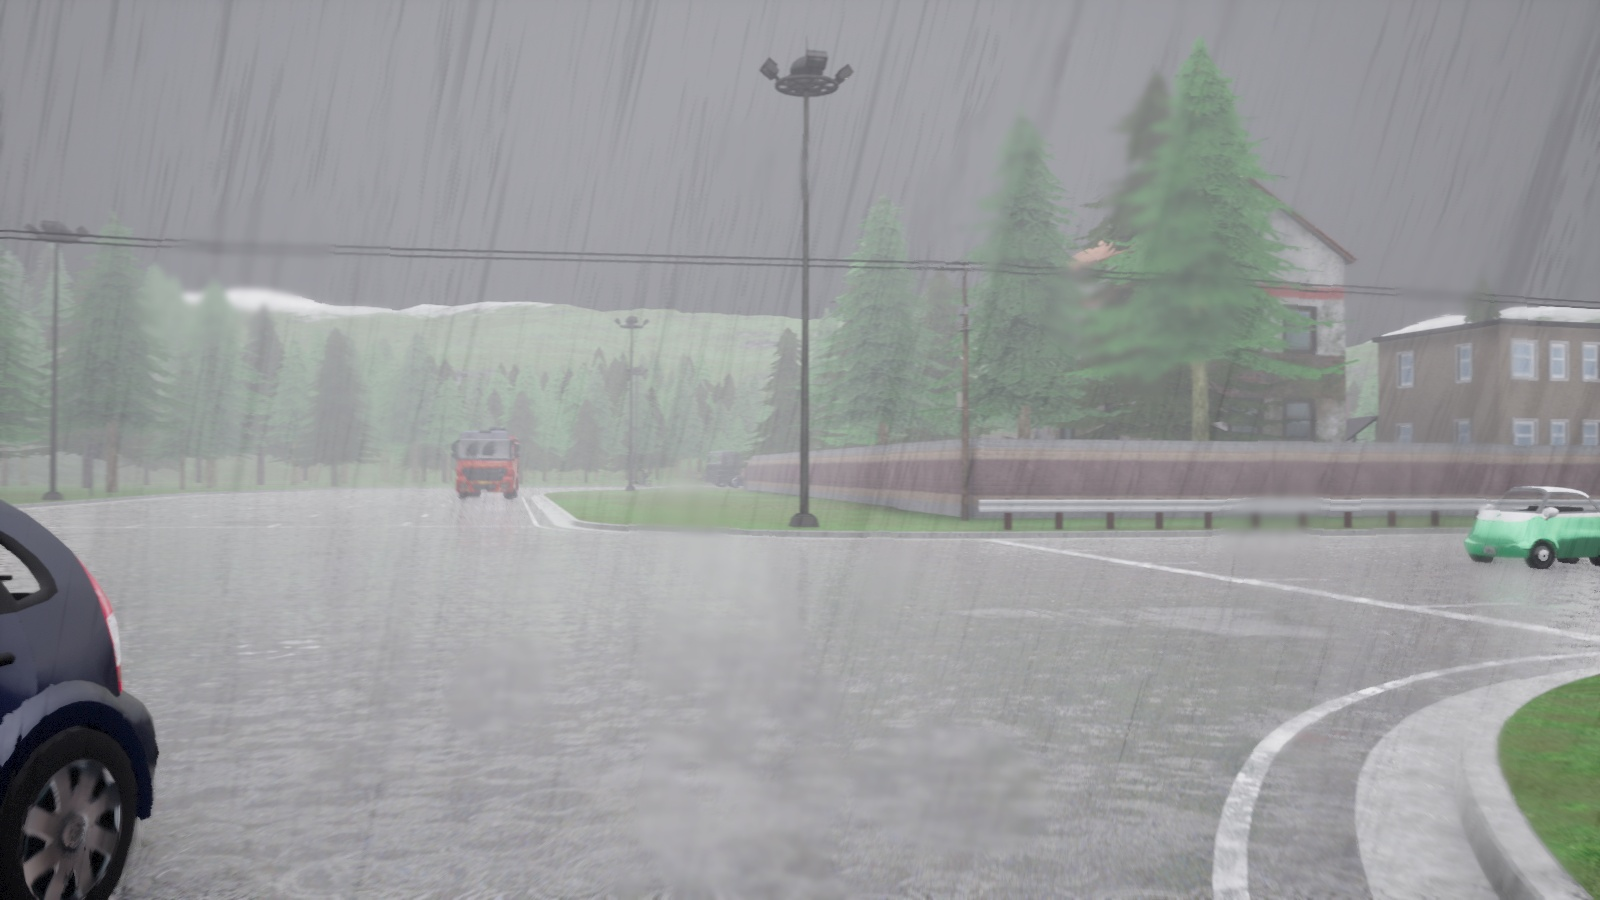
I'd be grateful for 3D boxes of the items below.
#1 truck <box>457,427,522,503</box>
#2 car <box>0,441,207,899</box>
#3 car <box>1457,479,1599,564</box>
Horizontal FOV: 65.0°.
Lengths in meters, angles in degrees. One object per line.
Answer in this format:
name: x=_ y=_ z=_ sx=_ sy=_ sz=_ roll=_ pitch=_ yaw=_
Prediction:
truck: x=-16.677 y=0.830 z=67.847 sx=2.891 sy=3.827 sz=8.468 roll=0 pitch=-1 yaw=-11
car: x=-3.413 y=0.770 z=2.902 sx=1.851 sy=1.617 sz=3.988 roll=0 pitch=-1 yaw=7
car: x=12.774 y=1.199 z=21.556 sx=2.207 sy=1.376 sz=1.481 roll=0 pitch=-1 yaw=-13
